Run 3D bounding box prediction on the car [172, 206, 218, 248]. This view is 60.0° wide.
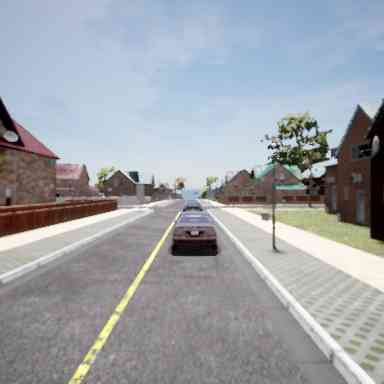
[{"bbox_3d":[0.094,1.552,14.673,2.033,1.411,5.357,0,0,0],"label":"car"}]

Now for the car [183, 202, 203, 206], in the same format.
[{"bbox_3d":[0.086,1.619,31.063,1.994,1.385,4.181,0,0,0],"label":"car"}]
